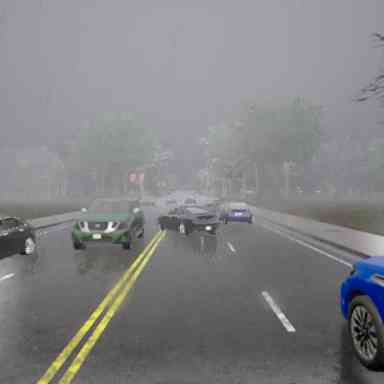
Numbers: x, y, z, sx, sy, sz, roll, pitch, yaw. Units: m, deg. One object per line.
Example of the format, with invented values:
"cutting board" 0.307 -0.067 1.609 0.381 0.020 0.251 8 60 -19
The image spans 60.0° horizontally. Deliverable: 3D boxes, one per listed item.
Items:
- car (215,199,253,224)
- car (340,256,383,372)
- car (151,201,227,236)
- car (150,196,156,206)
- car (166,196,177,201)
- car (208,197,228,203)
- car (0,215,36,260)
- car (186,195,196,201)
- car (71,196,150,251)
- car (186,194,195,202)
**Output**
"car" 3.184 1.510 24.525 2.163 1.488 4.792 0 0 0
"car" 3.247 1.221 2.515 2.150 2.045 5.566 0 0 0
"car" -0.336 1.510 18.514 1.837 1.490 4.892 -2 1 -28
"car" -6.800 1.364 52.121 2.097 1.767 4.553 0 0 0
"car" -3.578 1.522 58.627 1.837 1.490 4.892 0 0 0
"car" 3.135 1.440 35.501 2.033 1.649 4.856 0 0 0
"car" -6.622 1.507 10.335 1.837 1.490 4.892 0 0 0
"car" -0.235 1.542 64.222 1.812 1.442 4.674 0 0 0
"car" -3.383 1.224 14.574 2.150 2.045 5.566 0 0 0
"car" -0.424 1.371 78.321 2.097 1.767 4.553 0 0 -1
